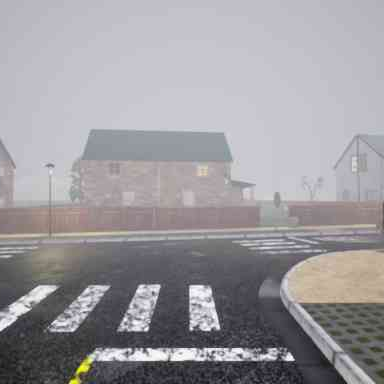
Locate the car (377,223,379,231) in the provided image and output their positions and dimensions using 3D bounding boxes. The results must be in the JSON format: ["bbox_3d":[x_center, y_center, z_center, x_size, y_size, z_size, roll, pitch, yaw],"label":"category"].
[{"bbox_3d":[11.750,1.383,16.669,4.902,1.511,2.128,-1,-2,-11],"label":"car"}]

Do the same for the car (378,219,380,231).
[{"bbox_3d":[10.436,1.401,13.435,4.718,1.301,1.895,-1,-2,-10],"label":"car"}]
